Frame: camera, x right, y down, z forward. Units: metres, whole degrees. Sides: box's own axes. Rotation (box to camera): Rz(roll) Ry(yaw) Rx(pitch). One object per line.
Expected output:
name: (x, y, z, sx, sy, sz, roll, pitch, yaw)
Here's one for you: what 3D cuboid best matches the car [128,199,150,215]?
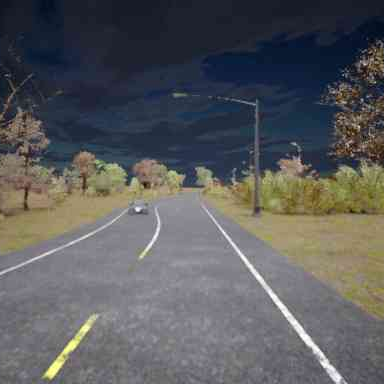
car: (-5.306, 1.457, 33.311, 2.128, 1.511, 4.902, 0, 0, -7)
